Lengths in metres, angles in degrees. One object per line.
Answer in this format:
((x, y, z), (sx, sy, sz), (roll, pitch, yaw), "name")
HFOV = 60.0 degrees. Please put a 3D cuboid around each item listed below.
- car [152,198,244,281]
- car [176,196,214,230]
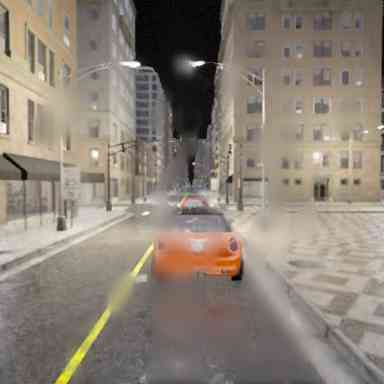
((0.132, 1.161, 9.358), (2.097, 1.767, 4.553), (0, 1, 0), "car")
((0.171, 1.088, 18.961), (1.882, 1.535, 5.008), (0, 1, 0), "car")
